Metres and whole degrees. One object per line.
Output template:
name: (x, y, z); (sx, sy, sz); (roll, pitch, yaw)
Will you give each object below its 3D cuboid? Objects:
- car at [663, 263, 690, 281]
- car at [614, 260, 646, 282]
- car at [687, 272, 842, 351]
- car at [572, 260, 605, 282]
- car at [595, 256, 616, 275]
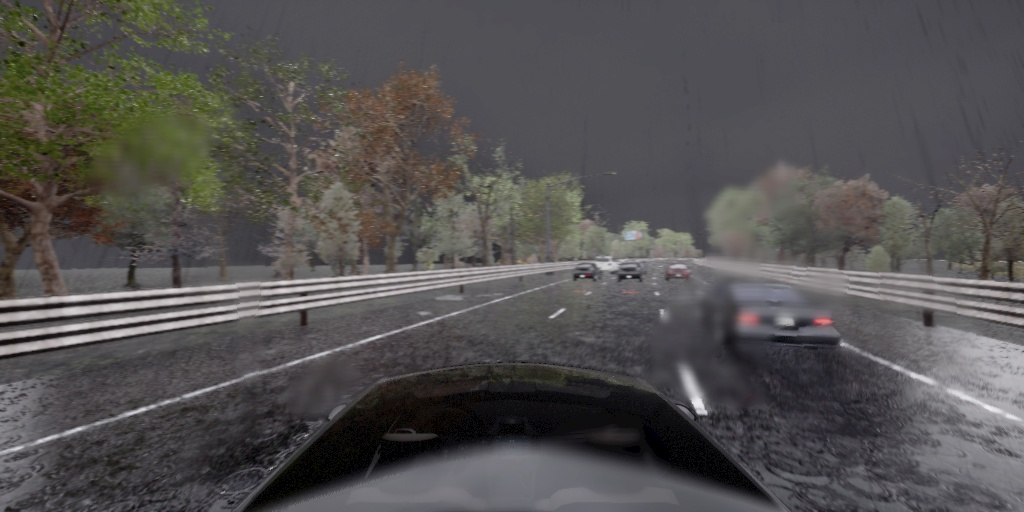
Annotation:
car: (13.530, 1.283, 29.407); (1.812, 1.442, 4.674); (-1, 0, 22)
car: (9.700, 1.295, 29.268); (1.837, 1.490, 4.892); (-1, 0, 22)
car: (5.959, 1.278, 9.049); (2.033, 1.411, 5.357); (-1, 0, 20)
car: (6.422, 1.328, 30.493); (1.837, 1.490, 4.892); (-1, 0, 22)
car: (10.912, 1.062, 41.711); (2.150, 2.045, 5.566); (-1, 0, 23)
